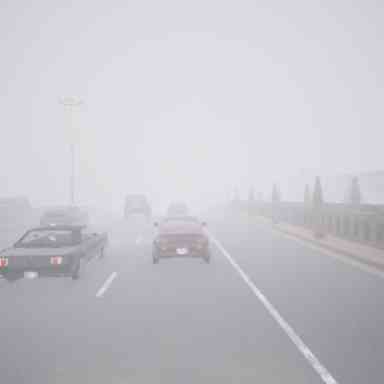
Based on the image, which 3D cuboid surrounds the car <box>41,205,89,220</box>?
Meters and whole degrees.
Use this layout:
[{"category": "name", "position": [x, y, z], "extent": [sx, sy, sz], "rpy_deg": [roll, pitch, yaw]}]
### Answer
[{"category": "car", "position": [-7.880, 1.578, 20.971], "extent": [1.837, 1.490, 4.892], "rpy_deg": [-1, 0, -3]}]

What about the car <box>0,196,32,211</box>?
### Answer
[{"category": "car", "position": [-15.420, 1.399, 27.797], "extent": [2.150, 2.045, 5.566], "rpy_deg": [-1, -1, -3]}]

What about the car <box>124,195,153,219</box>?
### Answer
[{"category": "car", "position": [-4.834, 1.314, 30.257], "extent": [2.150, 2.045, 5.566], "rpy_deg": [-1, -1, -3]}]

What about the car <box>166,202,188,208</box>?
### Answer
[{"category": "car", "position": [-1.285, 1.582, 29.382], "extent": [2.033, 1.411, 5.357], "rpy_deg": [-1, -1, -3]}]

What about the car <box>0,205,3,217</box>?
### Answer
[{"category": "car", "position": [-22.827, 2.094, 36.350], "extent": [1.994, 1.385, 4.181], "rpy_deg": [-1, -3, -3]}]

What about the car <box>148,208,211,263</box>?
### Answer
[{"category": "car", "position": [-0.409, 1.521, 11.883], "extent": [1.812, 1.442, 4.674], "rpy_deg": [-1, 0, -3]}]

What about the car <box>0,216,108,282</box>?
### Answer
[{"category": "car", "position": [-3.833, 1.636, 9.943], "extent": [1.895, 1.301, 4.718], "rpy_deg": [-1, 0, -3]}]
